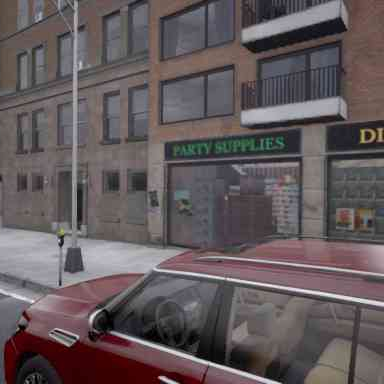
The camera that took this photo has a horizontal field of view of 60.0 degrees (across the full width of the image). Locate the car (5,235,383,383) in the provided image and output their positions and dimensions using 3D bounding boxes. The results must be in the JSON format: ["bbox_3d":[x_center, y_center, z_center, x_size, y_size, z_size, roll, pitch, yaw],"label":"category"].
[{"bbox_3d":[0.547,1.315,2.676,5.009,1.841,2.192,0,1,35],"label":"car"}]
